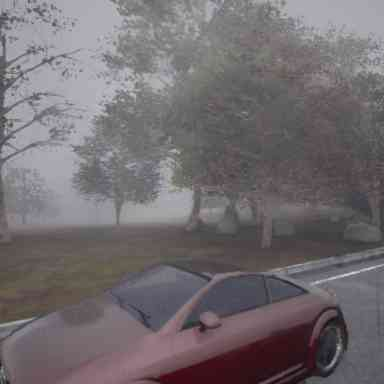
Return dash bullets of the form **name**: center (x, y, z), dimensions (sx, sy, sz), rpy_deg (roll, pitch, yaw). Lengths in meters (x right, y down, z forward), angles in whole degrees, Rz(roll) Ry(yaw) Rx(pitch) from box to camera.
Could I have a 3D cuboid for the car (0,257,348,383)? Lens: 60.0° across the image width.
- **car**: center (-0.009, 1.562, 3.983), dimensions (4.181, 1.385, 1.994), rpy_deg (0, 0, -35)
